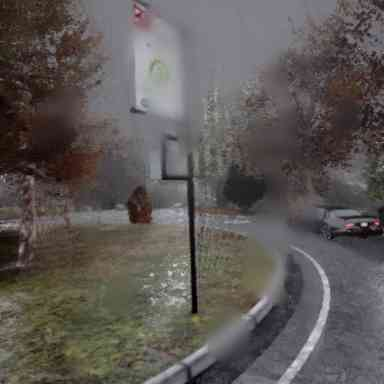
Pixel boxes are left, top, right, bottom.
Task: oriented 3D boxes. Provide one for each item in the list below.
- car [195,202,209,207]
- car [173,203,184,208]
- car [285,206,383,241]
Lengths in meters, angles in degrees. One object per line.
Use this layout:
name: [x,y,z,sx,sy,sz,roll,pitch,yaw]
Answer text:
car: [2.051,3.432,81.214,2.150,2.045,5.566,-2,-4,10]
car: [-2.941,3.170,72.788,1.837,1.490,4.892,-2,-4,10]
car: [6.322,1.345,15.594,2.033,1.411,5.357,-2,0,-11]
